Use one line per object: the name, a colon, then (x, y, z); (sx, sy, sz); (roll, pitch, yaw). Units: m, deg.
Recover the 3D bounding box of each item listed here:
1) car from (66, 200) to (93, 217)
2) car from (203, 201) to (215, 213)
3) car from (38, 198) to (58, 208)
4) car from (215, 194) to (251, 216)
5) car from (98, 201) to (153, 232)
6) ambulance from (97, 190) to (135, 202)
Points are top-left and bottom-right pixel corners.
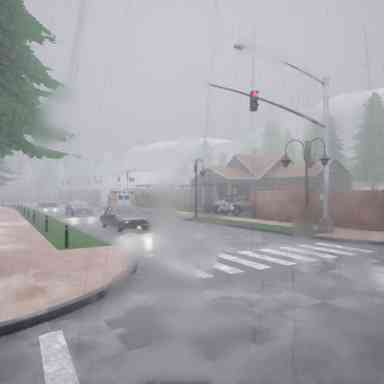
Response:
car: (-10.714, 1.512, 31.423); (1.812, 1.442, 4.674); (0, 0, -30)
car: (3.160, 1.161, 32.593); (3.866, 1.878, 1.905); (0, 0, -31)
car: (-20.458, 1.550, 47.280); (1.994, 1.385, 4.181); (0, 0, -35)
car: (4.771, 1.160, 30.624); (4.605, 1.855, 1.932); (0, 0, -31)
car: (-4.211, 1.533, 20.362); (2.033, 1.411, 5.357); (0, 0, -30)
ambulance: (-7.879, 1.017, 33.756); (2.351, 2.431, 6.366); (0, 0, -30)
